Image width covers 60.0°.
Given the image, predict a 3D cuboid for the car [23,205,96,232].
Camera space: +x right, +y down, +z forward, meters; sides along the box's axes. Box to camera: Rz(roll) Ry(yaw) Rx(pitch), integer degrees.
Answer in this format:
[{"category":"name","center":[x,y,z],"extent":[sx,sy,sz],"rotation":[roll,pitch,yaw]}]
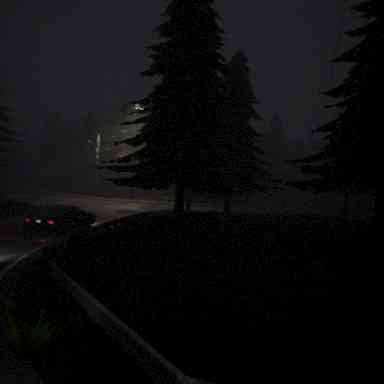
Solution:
[{"category":"car","center":[-7.305,1.464,18.946],"extent":[2.033,1.411,5.357],"rotation":[4,1,7]}]
